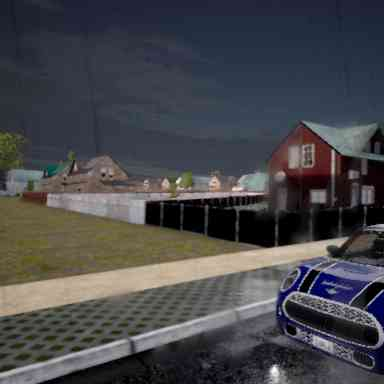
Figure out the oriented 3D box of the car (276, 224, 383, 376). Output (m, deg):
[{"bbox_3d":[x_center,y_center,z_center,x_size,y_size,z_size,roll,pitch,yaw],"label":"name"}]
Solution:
[{"bbox_3d":[3.504,1.354,5.565,4.553,1.767,2.097,0,0,-35],"label":"car"}]
